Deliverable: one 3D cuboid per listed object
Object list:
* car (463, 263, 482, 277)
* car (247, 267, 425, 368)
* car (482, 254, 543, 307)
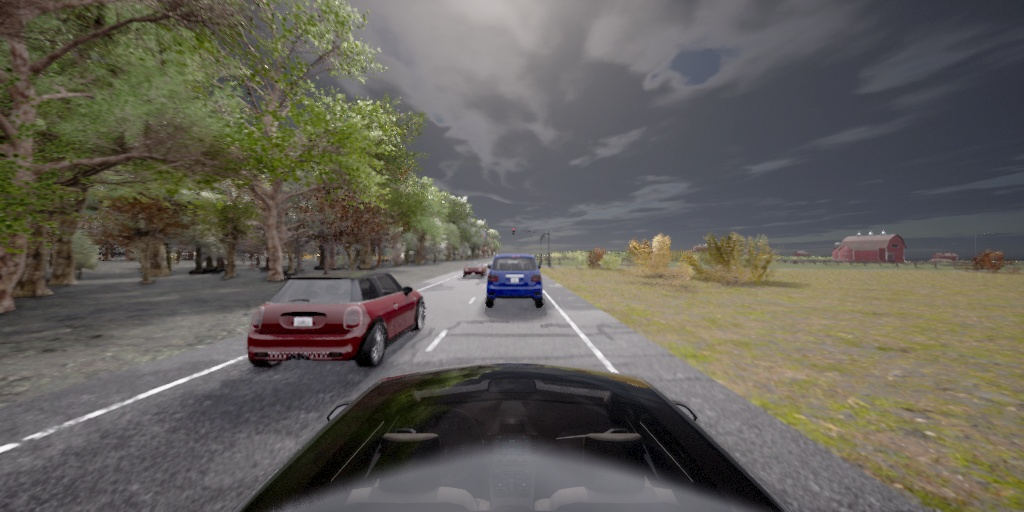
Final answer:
[{"bbox_3d":[-3.407,1.265,33.792,1.895,1.301,4.718,0,0,0],"label":"car"},{"bbox_3d":[-3.401,1.086,7.964,2.097,1.767,4.553,0,0,0],"label":"car"},{"bbox_3d":[0.097,0.939,15.398,2.150,2.045,5.566,0,0,0],"label":"car"}]
